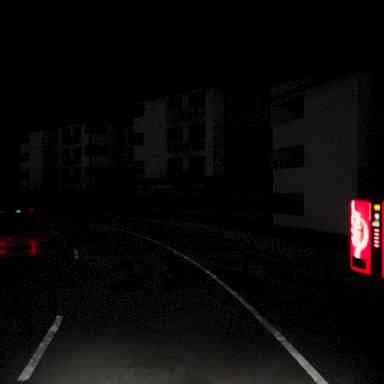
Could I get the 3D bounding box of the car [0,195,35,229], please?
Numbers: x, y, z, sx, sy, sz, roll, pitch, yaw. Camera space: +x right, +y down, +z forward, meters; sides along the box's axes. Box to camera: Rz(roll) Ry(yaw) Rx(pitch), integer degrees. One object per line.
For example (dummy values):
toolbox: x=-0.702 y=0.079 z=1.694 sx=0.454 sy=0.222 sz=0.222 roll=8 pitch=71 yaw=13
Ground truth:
car: x=-11.517 y=1.216 z=20.663 sx=2.150 sy=2.045 sz=5.566 roll=0 pitch=-1 yaw=-41

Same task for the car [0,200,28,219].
car: x=-16.862 y=1.505 z=29.944 sx=4.892 sy=1.490 sz=1.837 roll=0 pitch=0 yaw=39

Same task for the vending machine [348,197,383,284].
vending machine: x=4.858 y=1.195 z=8.705 sx=1.100 sy=2.100 sz=0.880 roll=0 pitch=0 yaw=-13
